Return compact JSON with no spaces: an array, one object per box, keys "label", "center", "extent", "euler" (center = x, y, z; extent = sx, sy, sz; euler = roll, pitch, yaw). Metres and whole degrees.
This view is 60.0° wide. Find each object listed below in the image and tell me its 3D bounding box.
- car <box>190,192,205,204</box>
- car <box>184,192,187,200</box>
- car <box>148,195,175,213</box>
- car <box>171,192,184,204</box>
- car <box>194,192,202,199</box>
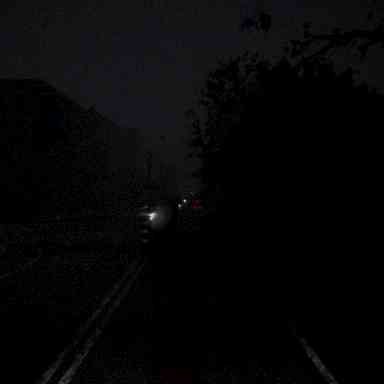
[{"label":"car","center":[0.797,0.974,48.306],"extent":[1.837,1.490,4.892],"euler":[0,1,1]},{"label":"car","center":[-2.090,0.710,66.318],"extent":[1.882,1.535,5.008],"euler":[0,1,2]},{"label":"car","center":[-3.021,1.245,32.093],"extent":[1.994,1.385,4.181],"euler":[0,1,1]},{"label":"car","center":[-2.627,1.032,48.487],"extent":[1.994,1.385,4.181],"euler":[0,1,2]},{"label":"car","center":[1.341,0.704,73.617],"extent":[1.895,1.301,4.718],"euler":[0,1,1]}]
